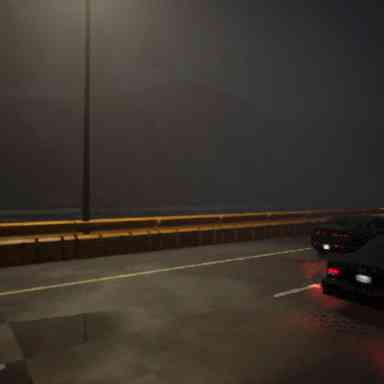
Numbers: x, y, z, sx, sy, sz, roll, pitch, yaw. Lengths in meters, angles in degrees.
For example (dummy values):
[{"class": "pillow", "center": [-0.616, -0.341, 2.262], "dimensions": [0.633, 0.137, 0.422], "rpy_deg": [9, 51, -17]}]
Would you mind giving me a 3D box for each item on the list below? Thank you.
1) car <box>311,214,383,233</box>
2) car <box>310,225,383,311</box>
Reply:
[{"class": "car", "center": [6.529, 1.609, 12.696], "dimensions": [4.892, 1.490, 1.837], "rpy_deg": [0, 0, -35]}, {"class": "car", "center": [5.095, 1.616, 7.377], "dimensions": [5.357, 1.411, 2.033], "rpy_deg": [1, 0, -35]}]
